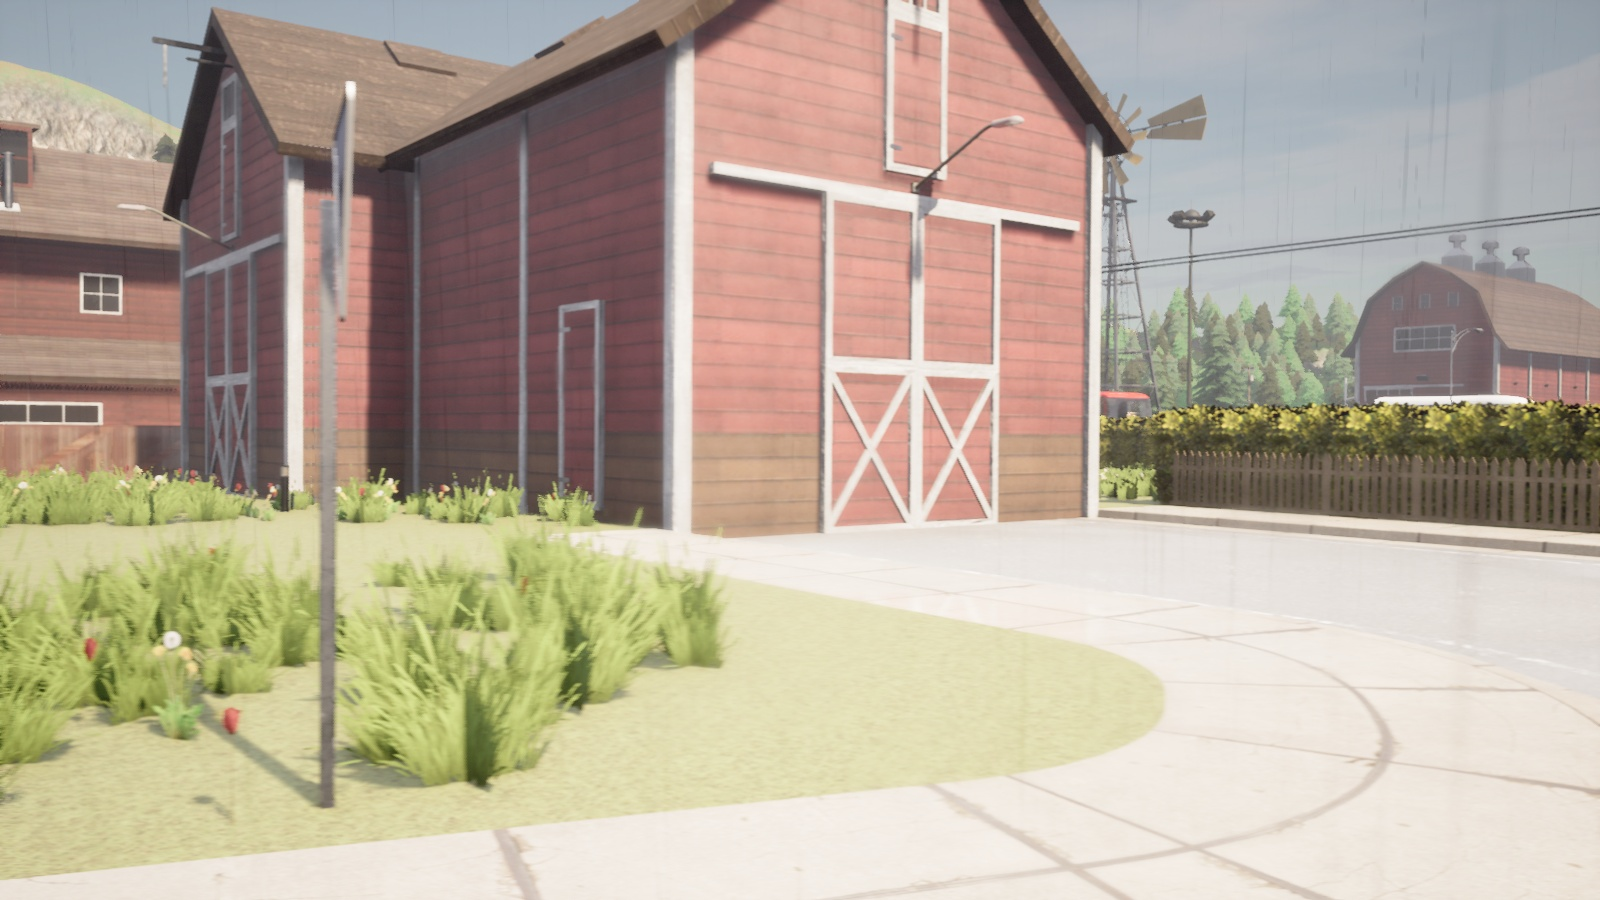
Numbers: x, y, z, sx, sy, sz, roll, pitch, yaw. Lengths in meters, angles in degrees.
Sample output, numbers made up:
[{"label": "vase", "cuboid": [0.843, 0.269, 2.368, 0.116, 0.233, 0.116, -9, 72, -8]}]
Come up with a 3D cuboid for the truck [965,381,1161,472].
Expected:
[{"label": "truck", "cuboid": [10.725, -0.946, 52.007, 2.891, 3.462, 7.936, -2, 1, -38]}]

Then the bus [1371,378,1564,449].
[{"label": "bus", "cuboid": [42.796, -2.265, 80.929, 3.944, 4.253, 10.273, -2, 1, -39]}]
